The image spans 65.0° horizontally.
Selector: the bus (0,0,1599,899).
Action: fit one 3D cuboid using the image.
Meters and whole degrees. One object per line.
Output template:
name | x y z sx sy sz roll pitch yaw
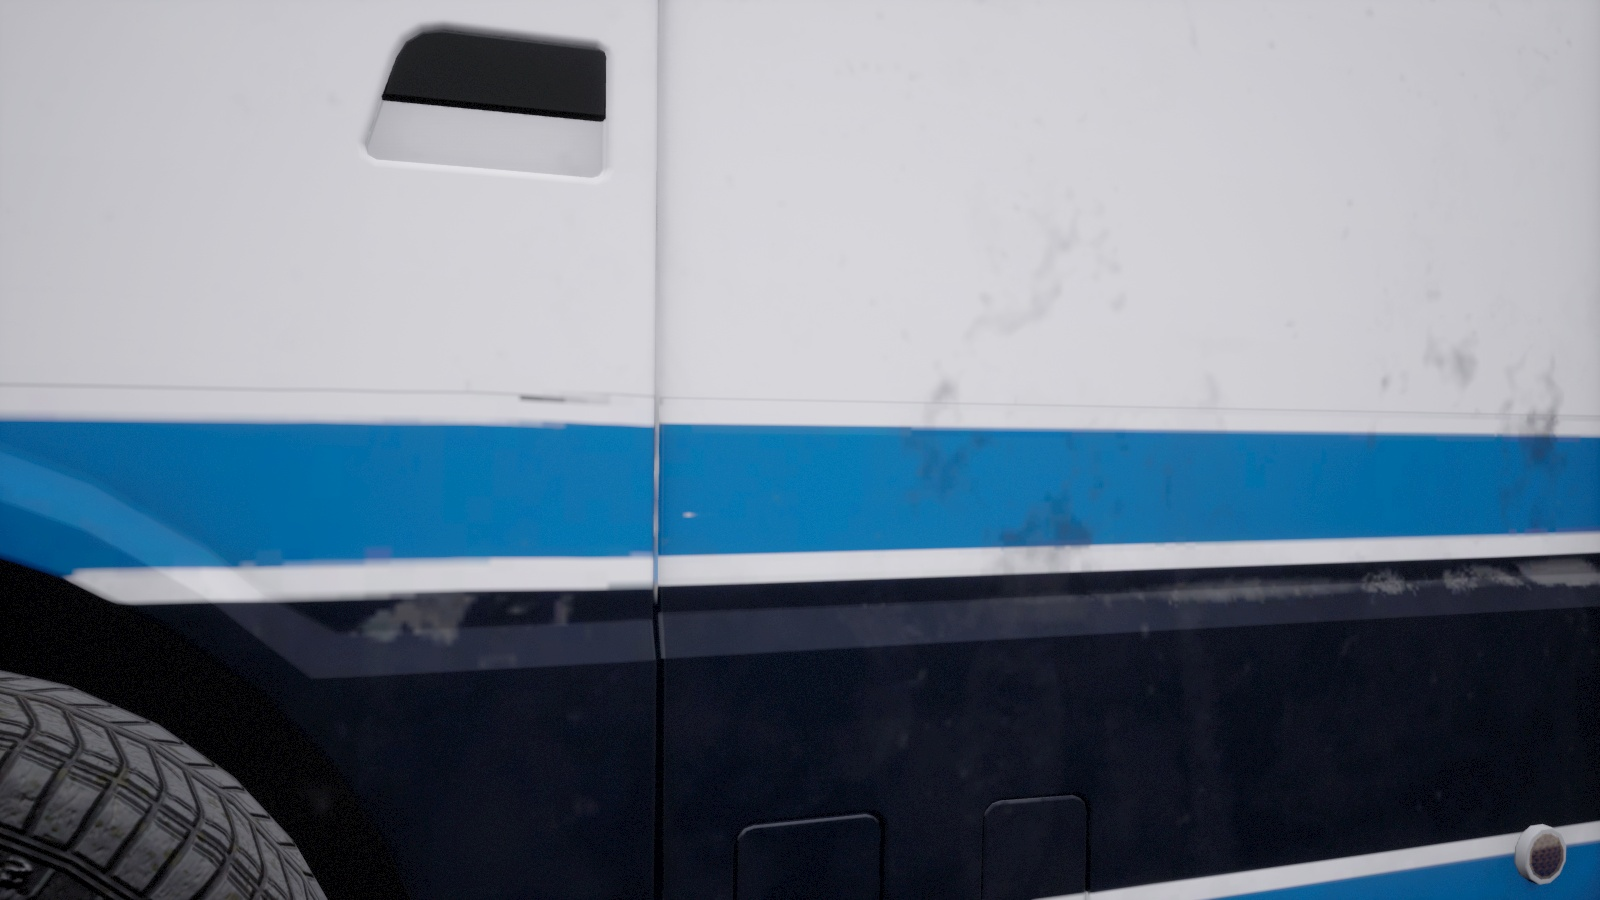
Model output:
bus | 1.219 -0.652 3.684 10.273 4.253 3.944 -1 1 -21
